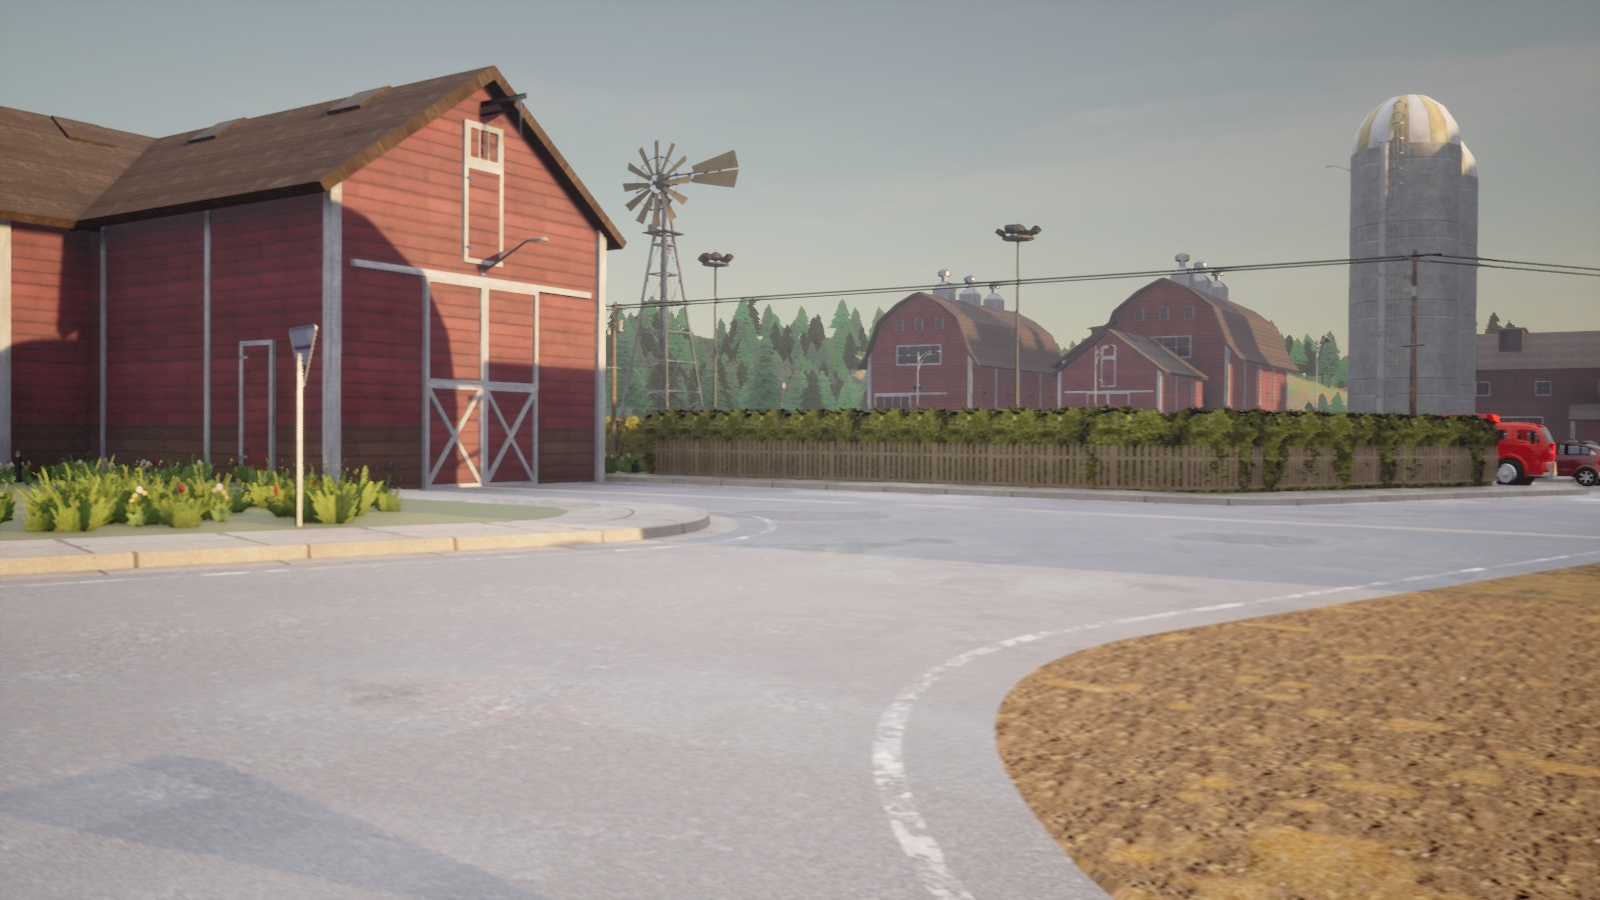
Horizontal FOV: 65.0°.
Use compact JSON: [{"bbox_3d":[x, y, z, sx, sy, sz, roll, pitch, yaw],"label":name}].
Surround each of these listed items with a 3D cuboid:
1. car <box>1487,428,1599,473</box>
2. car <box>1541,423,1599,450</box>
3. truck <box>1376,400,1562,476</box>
[{"bbox_3d":[26.758,0.000,44.660,3.705,1.549,1.789,0,1,44],"label":"car"},{"bbox_3d":[49.138,-0.861,78.304,5.027,1.651,2.152,0,1,33],"label":"car"},{"bbox_3d":[22.904,-0.406,43.066,5.204,2.467,2.627,0,1,40],"label":"truck"}]
